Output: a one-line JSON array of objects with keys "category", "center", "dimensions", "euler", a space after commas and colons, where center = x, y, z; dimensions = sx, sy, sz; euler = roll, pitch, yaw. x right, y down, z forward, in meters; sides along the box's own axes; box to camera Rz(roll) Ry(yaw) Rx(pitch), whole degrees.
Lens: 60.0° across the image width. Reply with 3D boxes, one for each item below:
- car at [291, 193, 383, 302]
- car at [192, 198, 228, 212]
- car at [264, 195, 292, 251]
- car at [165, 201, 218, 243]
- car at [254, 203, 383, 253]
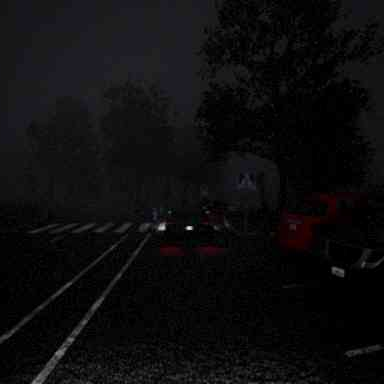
[{"category": "car", "center": [5.246, 1.122, 7.041], "dimensions": [5.566, 2.045, 2.435], "euler": [0, 1, -21]}, {"category": "car", "center": [1.984, 1.188, 31.214], "dimensions": [1.895, 1.301, 4.718], "euler": [2, -1, 22]}, {"category": "car", "center": [5.250, 1.069, 10.043], "dimensions": [5.566, 2.045, 2.435], "euler": [0, 1, -21]}, {"category": "car", "center": [-0.134, 1.309, 14.661], "dimensions": [1.994, 1.385, 4.181], "euler": [0, 1, -1]}, {"category": "car", "center": [5.158, 1.268, 13.006], "dimensions": [4.892, 1.521, 2.231], "euler": [0, 1, -21]}]
